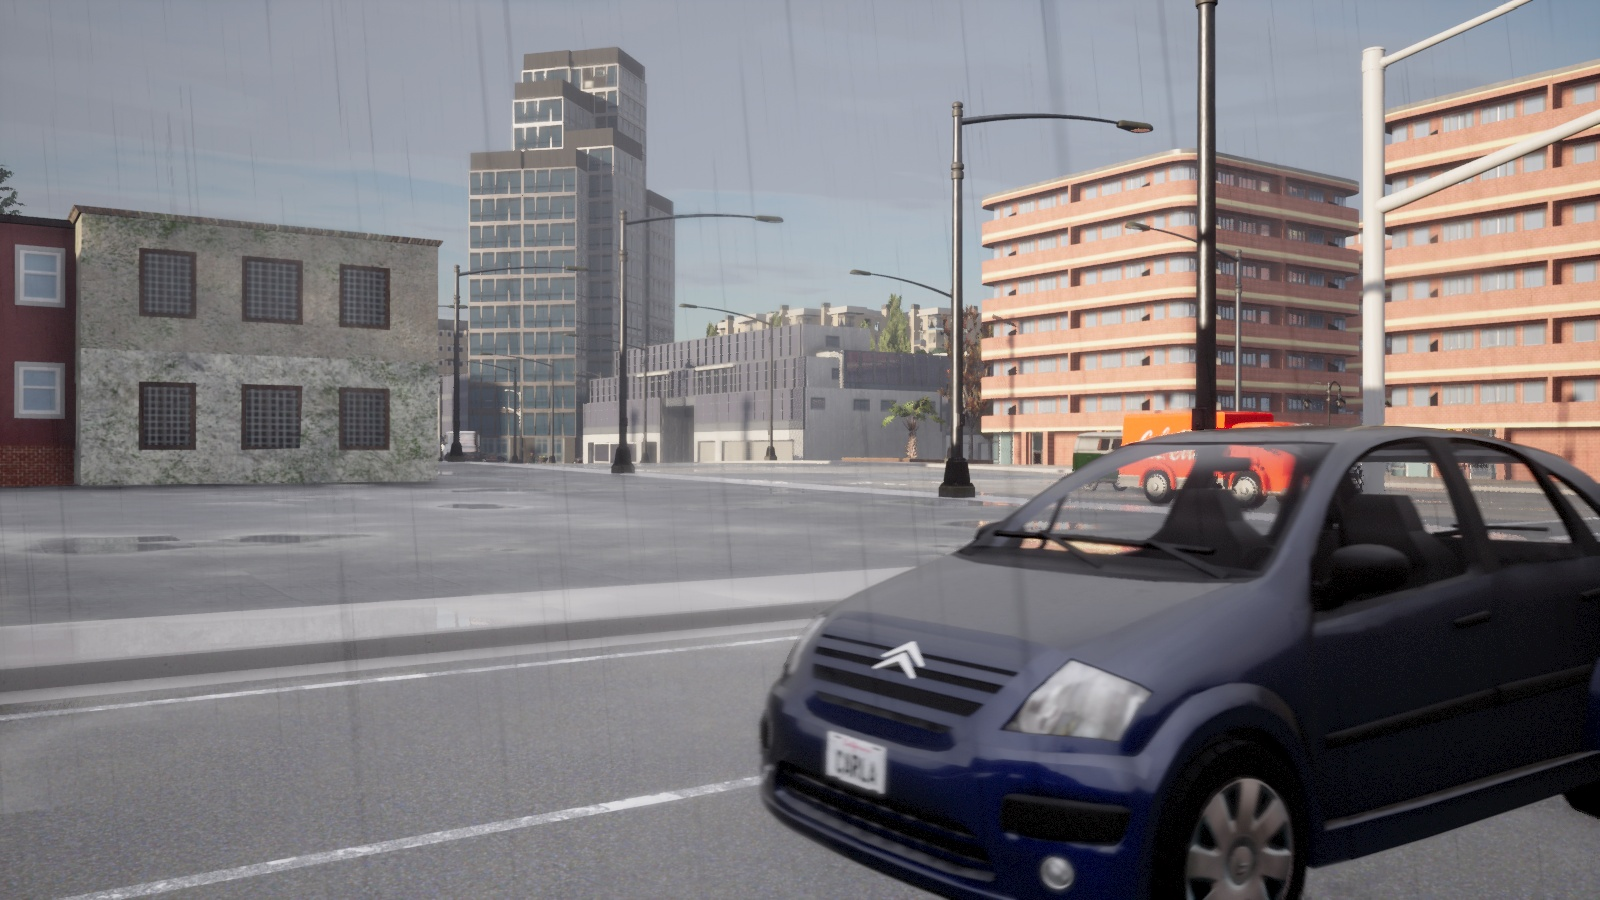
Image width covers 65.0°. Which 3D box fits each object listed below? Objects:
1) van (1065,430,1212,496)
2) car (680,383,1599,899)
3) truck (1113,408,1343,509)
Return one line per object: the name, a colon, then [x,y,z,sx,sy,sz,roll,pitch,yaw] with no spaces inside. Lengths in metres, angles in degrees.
van: [10.778,0.355,40.265,1.775,1.987,4.442,0,1,-34]
car: [1.736,0.651,4.890,3.988,1.617,1.851,0,0,-35]
truck: [11.229,0.181,33.324,2.627,2.467,5.204,0,1,-34]
